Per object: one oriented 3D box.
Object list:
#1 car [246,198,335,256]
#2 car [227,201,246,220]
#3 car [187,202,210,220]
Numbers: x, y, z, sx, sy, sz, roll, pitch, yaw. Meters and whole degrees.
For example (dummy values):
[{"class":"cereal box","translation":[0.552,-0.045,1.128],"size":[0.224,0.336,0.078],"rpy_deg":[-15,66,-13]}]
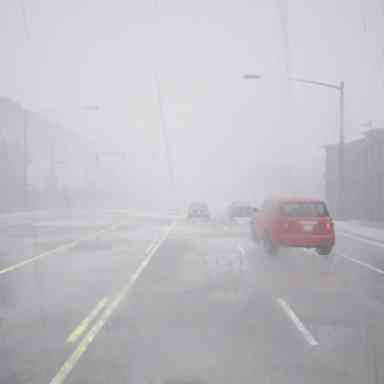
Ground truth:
[{"class":"car","translation":[3.796,1.241,13.427],"size":[2.150,2.045,5.566],"rpy_deg":[0,0,1]},{"class":"car","translation":[4.047,1.497,28.405],"size":[1.882,1.535,5.008],"rpy_deg":[0,0,1]},{"class":"car","translation":[0.537,1.549,27.940],"size":[2.033,1.411,5.357],"rpy_deg":[0,0,1]}]
